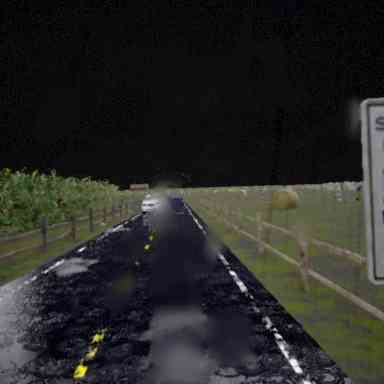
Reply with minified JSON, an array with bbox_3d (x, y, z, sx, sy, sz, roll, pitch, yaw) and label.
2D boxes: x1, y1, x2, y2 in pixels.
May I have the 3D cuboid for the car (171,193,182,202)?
[{"bbox_3d":[-3.477,1.230,76.063,2.150,2.045,5.566,-2,0,-3],"label":"car"}]

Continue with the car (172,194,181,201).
[{"bbox_3d":[-3.961,1.377,86.441,2.128,1.511,4.902,-2,0,-3],"label":"car"}]

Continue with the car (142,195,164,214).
[{"bbox_3d":[-4.435,1.348,38.002,2.150,2.045,5.566,-2,0,-3],"label":"car"}]
